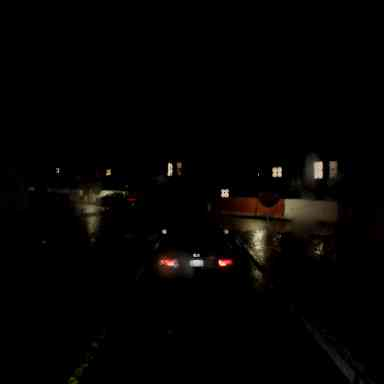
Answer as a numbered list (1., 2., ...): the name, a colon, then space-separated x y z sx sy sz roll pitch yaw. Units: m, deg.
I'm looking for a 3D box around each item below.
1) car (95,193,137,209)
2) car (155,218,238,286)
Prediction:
1. car: -7.621 0.860 33.177 4.902 1.511 2.128 3 1 35
2. car: 0.098 1.442 9.180 2.033 1.411 5.357 0 1 0
